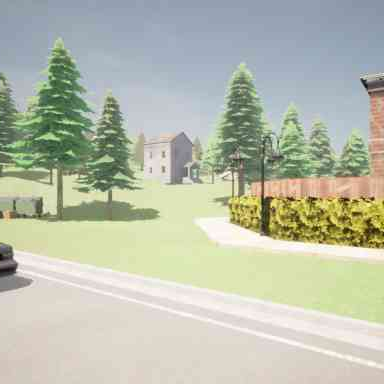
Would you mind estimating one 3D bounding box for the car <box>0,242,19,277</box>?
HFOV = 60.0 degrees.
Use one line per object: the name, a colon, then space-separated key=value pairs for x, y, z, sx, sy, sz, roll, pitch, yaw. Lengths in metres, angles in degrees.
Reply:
car: x=-6.696 y=1.547 z=8.769 sx=5.357 sy=1.411 sz=2.033 roll=0 pitch=0 yaw=35
